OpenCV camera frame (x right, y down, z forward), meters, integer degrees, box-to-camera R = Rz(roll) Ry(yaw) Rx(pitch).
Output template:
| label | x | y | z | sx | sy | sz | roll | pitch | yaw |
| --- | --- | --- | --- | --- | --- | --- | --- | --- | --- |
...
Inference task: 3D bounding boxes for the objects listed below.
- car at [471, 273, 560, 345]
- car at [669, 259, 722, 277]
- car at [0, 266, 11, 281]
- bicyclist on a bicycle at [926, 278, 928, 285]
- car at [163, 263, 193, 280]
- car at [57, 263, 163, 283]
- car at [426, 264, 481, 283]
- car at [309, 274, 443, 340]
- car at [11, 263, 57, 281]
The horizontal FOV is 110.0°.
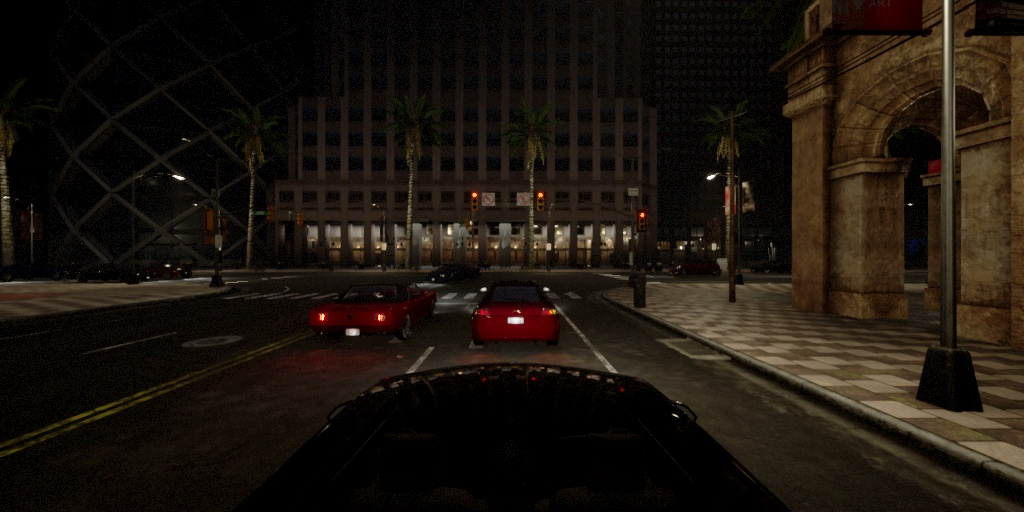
| label | x | y | z | sx | sy | sz | roll | pitch | yaw |
| --- | --- | --- | --- | --- | --- | --- | --- | --- | --- |
| car | 0.082 | 1.313 | 9.476 | 1.994 | 1.385 | 4.181 | 0 | 0 | 0 |
| car | 17.818 | 1.100 | 35.066 | 4.553 | 1.767 | 2.097 | 0 | 0 | 0 |
| car | -39.964 | 1.312 | 25.601 | 4.181 | 1.385 | 1.994 | 0 | 0 | -23 |
| bicyclist on a bicycle | 24.678 | 1.049 | 20.563 | 0.582 | 1.620 | 1.656 | 0 | 0 | 0 |
| car | -30.424 | 1.312 | 31.121 | 4.181 | 1.385 | 1.994 | 0 | 0 | -5 |
| car | -30.991 | 1.296 | 27.788 | 5.357 | 1.411 | 2.033 | 0 | 0 | -3 |
| car | -4.409 | 1.296 | 27.999 | 2.033 | 1.411 | 5.357 | 0 | 0 | 28 |
| car | -3.417 | 1.350 | 9.939 | 1.895 | 1.301 | 4.718 | 0 | 0 | 0 |
| car | -39.057 | 1.274 | 29.640 | 4.674 | 1.442 | 1.812 | 0 | 0 | -19 |
